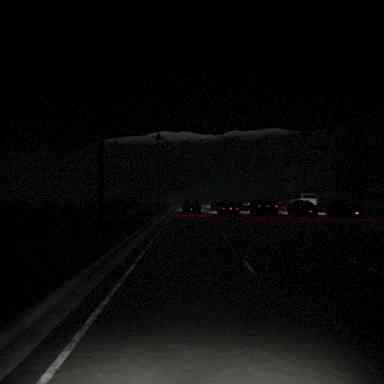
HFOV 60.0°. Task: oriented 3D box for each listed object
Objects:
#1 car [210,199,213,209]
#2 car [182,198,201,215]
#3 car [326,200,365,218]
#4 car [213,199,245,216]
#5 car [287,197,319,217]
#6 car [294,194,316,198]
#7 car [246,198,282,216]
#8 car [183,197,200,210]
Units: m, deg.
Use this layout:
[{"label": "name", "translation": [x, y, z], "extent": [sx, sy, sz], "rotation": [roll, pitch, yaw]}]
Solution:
[{"label": "car", "translation": [3.400, 1.590, 43.954], "extent": [1.895, 1.301, 4.718], "rotation": [0, 0, 0]}, {"label": "car", "translation": [-0.048, 1.482, 34.528], "extent": [2.128, 1.511, 4.902], "rotation": [0, 0, 0]}, {"label": "car", "translation": [13.970, 1.499, 30.587], "extent": [1.837, 1.490, 4.892], "rotation": [0, 1, 0]}, {"label": "car", "translation": [3.457, 1.539, 32.268], "extent": [2.033, 1.411, 5.357], "rotation": [0, 0, 0]}, {"label": "car", "translation": [10.462, 1.518, 31.639], "extent": [1.812, 1.442, 4.674], "rotation": [0, 0, 0]}, {"label": "car", "translation": [13.916, 1.212, 41.796], "extent": [2.150, 2.045, 5.566], "rotation": [0, 0, 0]}, {"label": "car", "translation": [6.959, 1.344, 32.617], "extent": [2.097, 1.767, 4.553], "rotation": [0, 0, 0]}, {"label": "car", "translation": [-0.096, 1.480, 43.884], "extent": [2.128, 1.511, 4.902], "rotation": [0, 0, 0]}]
